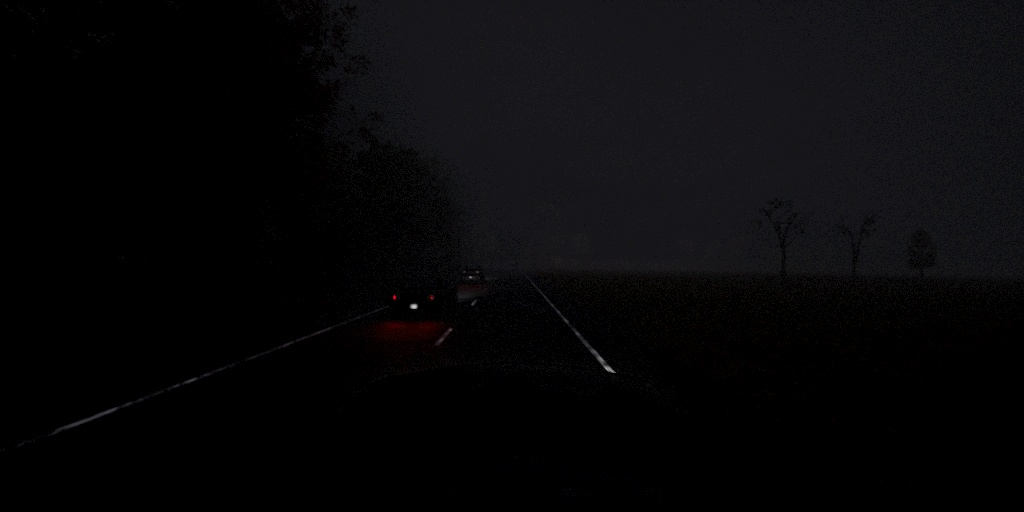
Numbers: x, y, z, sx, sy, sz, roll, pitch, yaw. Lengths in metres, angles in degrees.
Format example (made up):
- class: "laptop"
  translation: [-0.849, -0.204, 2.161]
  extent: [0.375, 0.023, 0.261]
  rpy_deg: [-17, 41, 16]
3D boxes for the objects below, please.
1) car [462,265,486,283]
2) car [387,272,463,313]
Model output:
- class: "car"
  translation: [-3.402, 1.556, 31.944]
  extent: [2.128, 1.511, 4.902]
  rpy_deg: [0, -1, 0]
- class: "car"
  translation: [-3.400, 1.485, 14.649]
  extent: [1.895, 1.301, 4.718]
  rpy_deg: [0, -1, 0]
